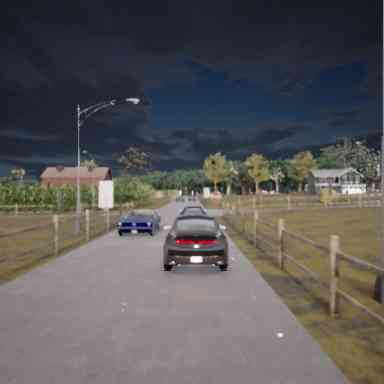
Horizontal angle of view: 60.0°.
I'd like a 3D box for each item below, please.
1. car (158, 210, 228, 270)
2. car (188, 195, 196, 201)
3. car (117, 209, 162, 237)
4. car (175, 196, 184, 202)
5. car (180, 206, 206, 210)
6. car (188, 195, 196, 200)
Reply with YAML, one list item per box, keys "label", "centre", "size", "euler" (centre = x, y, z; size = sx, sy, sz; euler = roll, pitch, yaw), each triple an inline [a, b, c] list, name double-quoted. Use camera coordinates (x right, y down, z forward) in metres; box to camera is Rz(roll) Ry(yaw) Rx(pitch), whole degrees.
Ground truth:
- label: "car"
  centre: [0.102, 1.536, 11.038]
  size: [1.837, 1.490, 4.892]
  euler: [0, -1, 0]
- label: "car"
  centre: [0.027, 1.654, 84.689]
  size: [1.994, 1.385, 4.181]
  euler: [0, 0, 0]
- label: "car"
  centre: [-2.817, 1.652, 18.532]
  size: [1.895, 1.301, 4.718]
  euler: [0, 0, 0]
- label: "car"
  centre: [-2.729, 1.655, 75.787]
  size: [1.994, 1.385, 4.181]
  euler: [0, 0, 0]
- label: "car"
  centre: [0.080, 1.622, 21.874]
  size: [1.994, 1.385, 4.181]
  euler: [0, 0, -1]
- label: "car"
  centre: [0.034, 1.490, 94.702]
  size: [2.033, 1.411, 5.357]
  euler: [0, 0, 0]
